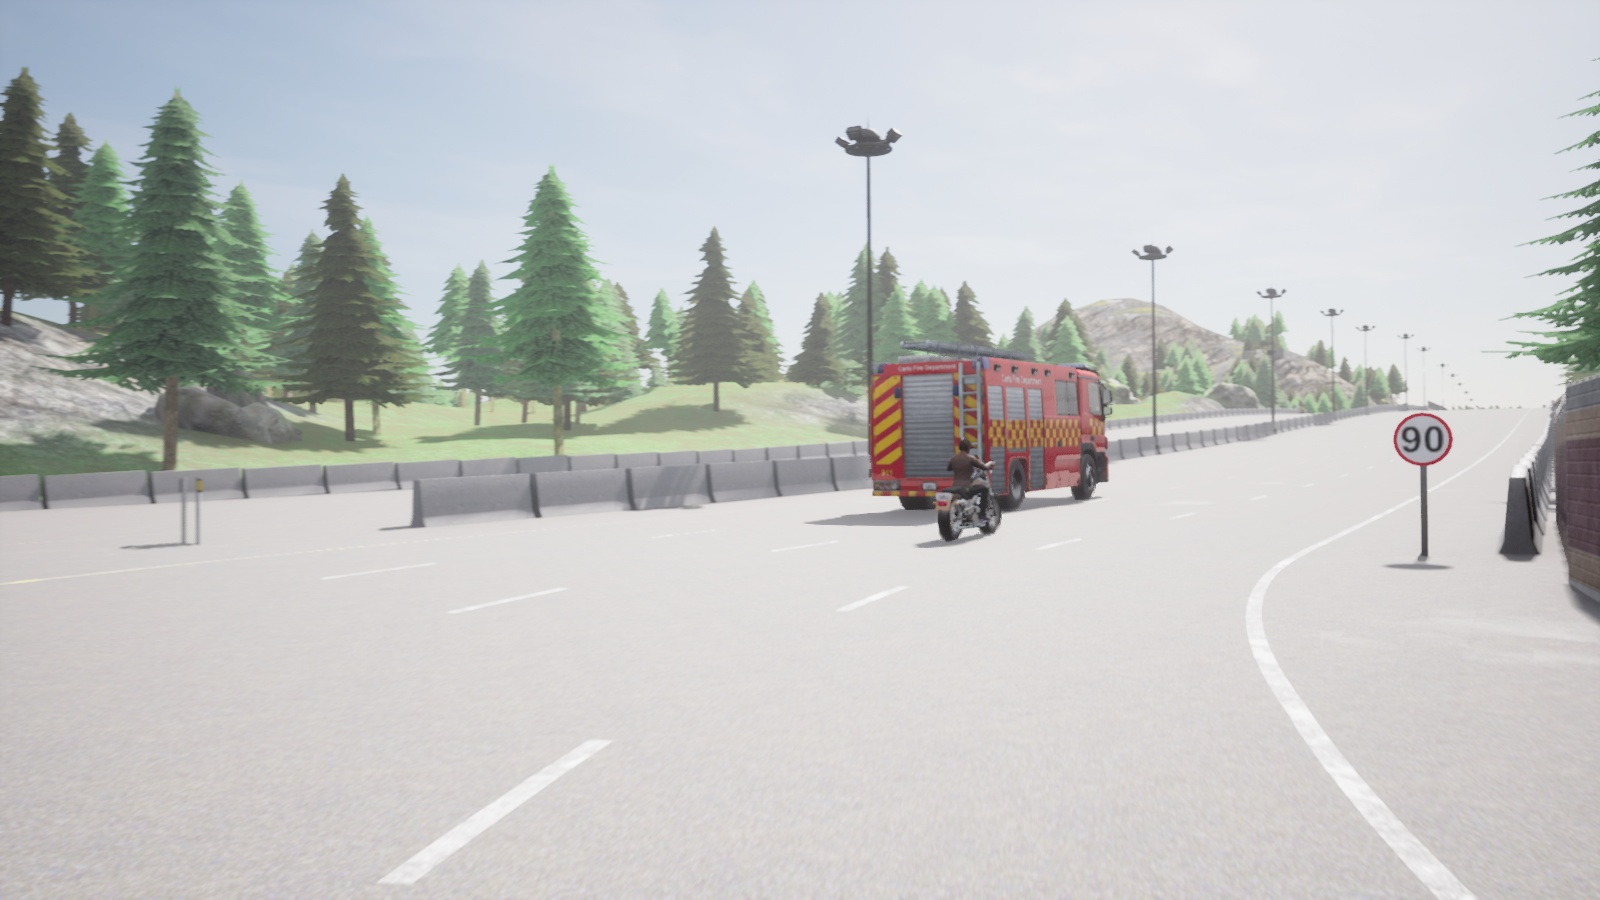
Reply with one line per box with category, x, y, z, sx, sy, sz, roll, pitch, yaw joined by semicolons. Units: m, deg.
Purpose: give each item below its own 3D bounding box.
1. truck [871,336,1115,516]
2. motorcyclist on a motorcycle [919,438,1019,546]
truck;5.054;-0.560;31.032;2.891;3.827;8.468;-1;0;31
motorcyclist on a motorcycle;2.787;0.643;20.426;0.766;1.649;2.350;0;0;30
